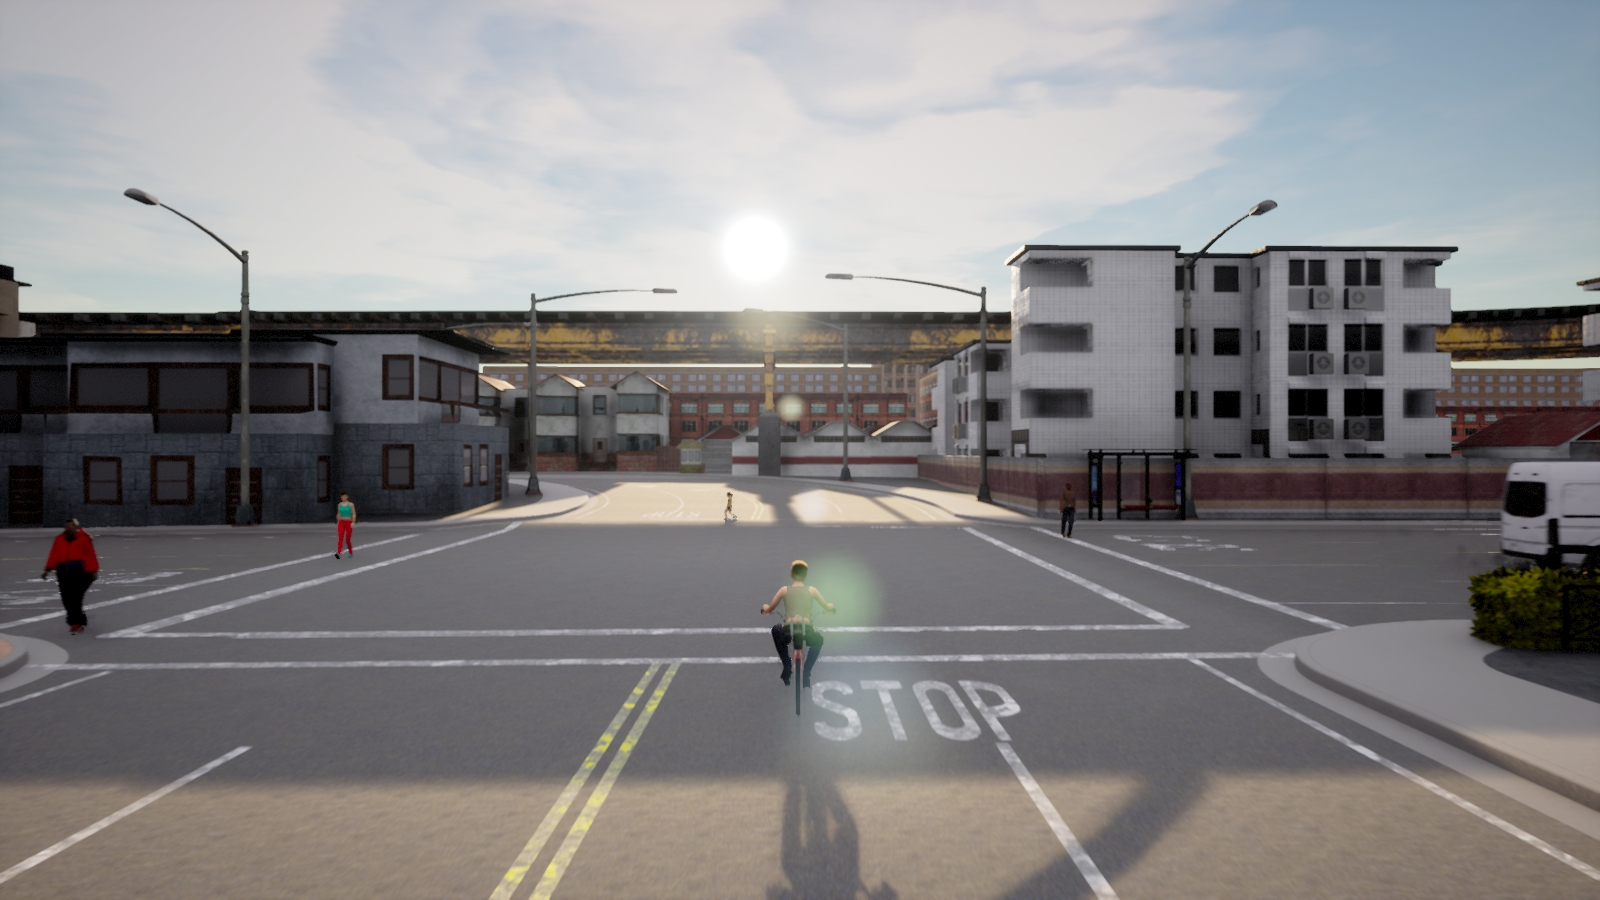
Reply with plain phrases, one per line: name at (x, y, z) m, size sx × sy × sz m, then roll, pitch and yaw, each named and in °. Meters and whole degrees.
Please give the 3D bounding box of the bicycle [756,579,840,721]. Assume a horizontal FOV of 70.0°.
bicycle at (-0.017, 2.155, 12.557) m, size 0.859 × 1.301 × 1.487 m, roll 0°, pitch 0°, yaw 0°

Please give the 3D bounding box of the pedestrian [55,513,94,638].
pedestrian at (-10.997, 1.890, 17.332) m, size 0.375 × 1.860 × 0.375 m, roll 0°, pitch 0°, yaw -7°

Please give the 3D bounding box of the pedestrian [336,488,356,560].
pedestrian at (-11.864, 1.922, 29.879) m, size 0.375 × 1.860 × 0.375 m, roll 0°, pitch 0°, yaw 0°

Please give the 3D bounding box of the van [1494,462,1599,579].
van at (19.351, 1.552, 25.969) m, size 5.915 × 2.561 × 1.988 m, roll 0°, pitch 0°, yaw 1°

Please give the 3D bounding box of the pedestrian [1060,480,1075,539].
pedestrian at (8.474, 1.873, 36.153) m, size 0.375 × 1.860 × 0.375 m, roll 0°, pitch 0°, yaw -1°

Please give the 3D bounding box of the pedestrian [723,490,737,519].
pedestrian at (-2.703, 2.125, 44.424) m, size 0.500 × 1.100 × 0.500 m, roll 0°, pitch 0°, yaw 2°
